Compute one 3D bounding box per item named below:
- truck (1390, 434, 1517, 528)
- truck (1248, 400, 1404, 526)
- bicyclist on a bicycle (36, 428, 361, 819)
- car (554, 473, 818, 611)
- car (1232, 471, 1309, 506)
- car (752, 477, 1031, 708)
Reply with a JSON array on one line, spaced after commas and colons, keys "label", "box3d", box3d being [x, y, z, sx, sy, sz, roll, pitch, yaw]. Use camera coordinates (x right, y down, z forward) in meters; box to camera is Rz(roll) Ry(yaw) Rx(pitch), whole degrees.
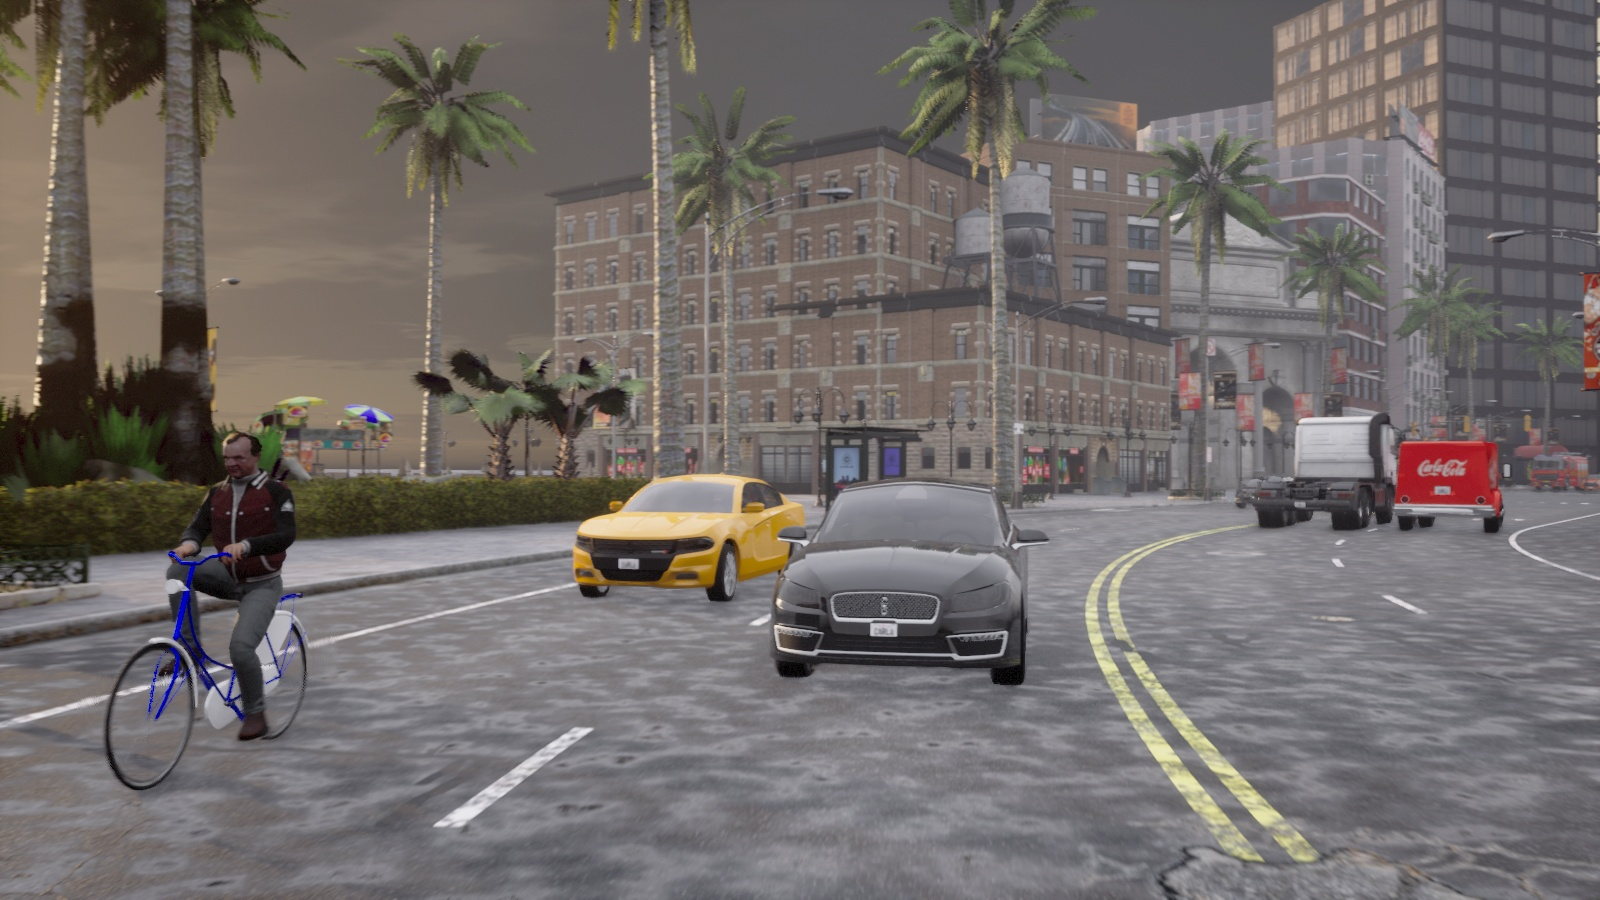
[{"label": "truck", "box3d": [18.756, 0.870, 35.894, 2.627, 2.467, 5.204, -1, -1, 34]}, {"label": "truck", "box3d": [16.279, 0.427, 38.495, 2.891, 3.462, 7.936, -1, -1, 34]}, {"label": "bicyclist on a bicycle", "box3d": [-3.080, 0.807, 6.668, 0.659, 1.776, 1.843, 0, -1, 7]}, {"label": "car", "box3d": [-1.290, 1.076, 16.718, 1.882, 1.535, 5.008, 0, -1, 15]}, {"label": "car", "box3d": [21.072, 1.694, 56.128, 1.837, 1.490, 4.892, -1, -1, 38]}, {"label": "car", "box3d": [1.041, 0.998, 10.860, 1.837, 1.490, 4.892, 0, -1, 11]}]
